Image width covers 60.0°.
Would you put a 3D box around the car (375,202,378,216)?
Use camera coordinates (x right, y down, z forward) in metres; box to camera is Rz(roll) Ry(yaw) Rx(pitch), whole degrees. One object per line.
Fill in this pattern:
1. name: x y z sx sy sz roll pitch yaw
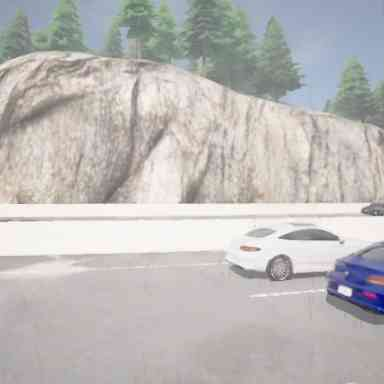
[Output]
1. car: 20.568 1.990 34.788 4.181 1.385 1.994 1 0 -24

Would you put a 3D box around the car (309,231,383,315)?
1. car: 4.937 1.614 6.581 4.674 1.442 1.812 1 0 -16

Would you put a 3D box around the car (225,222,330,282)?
1. car: 3.266 1.626 9.740 4.674 1.442 1.812 1 0 -16

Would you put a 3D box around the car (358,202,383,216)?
1. car: 22.132 1.979 39.341 4.892 1.490 1.837 1 0 -25
